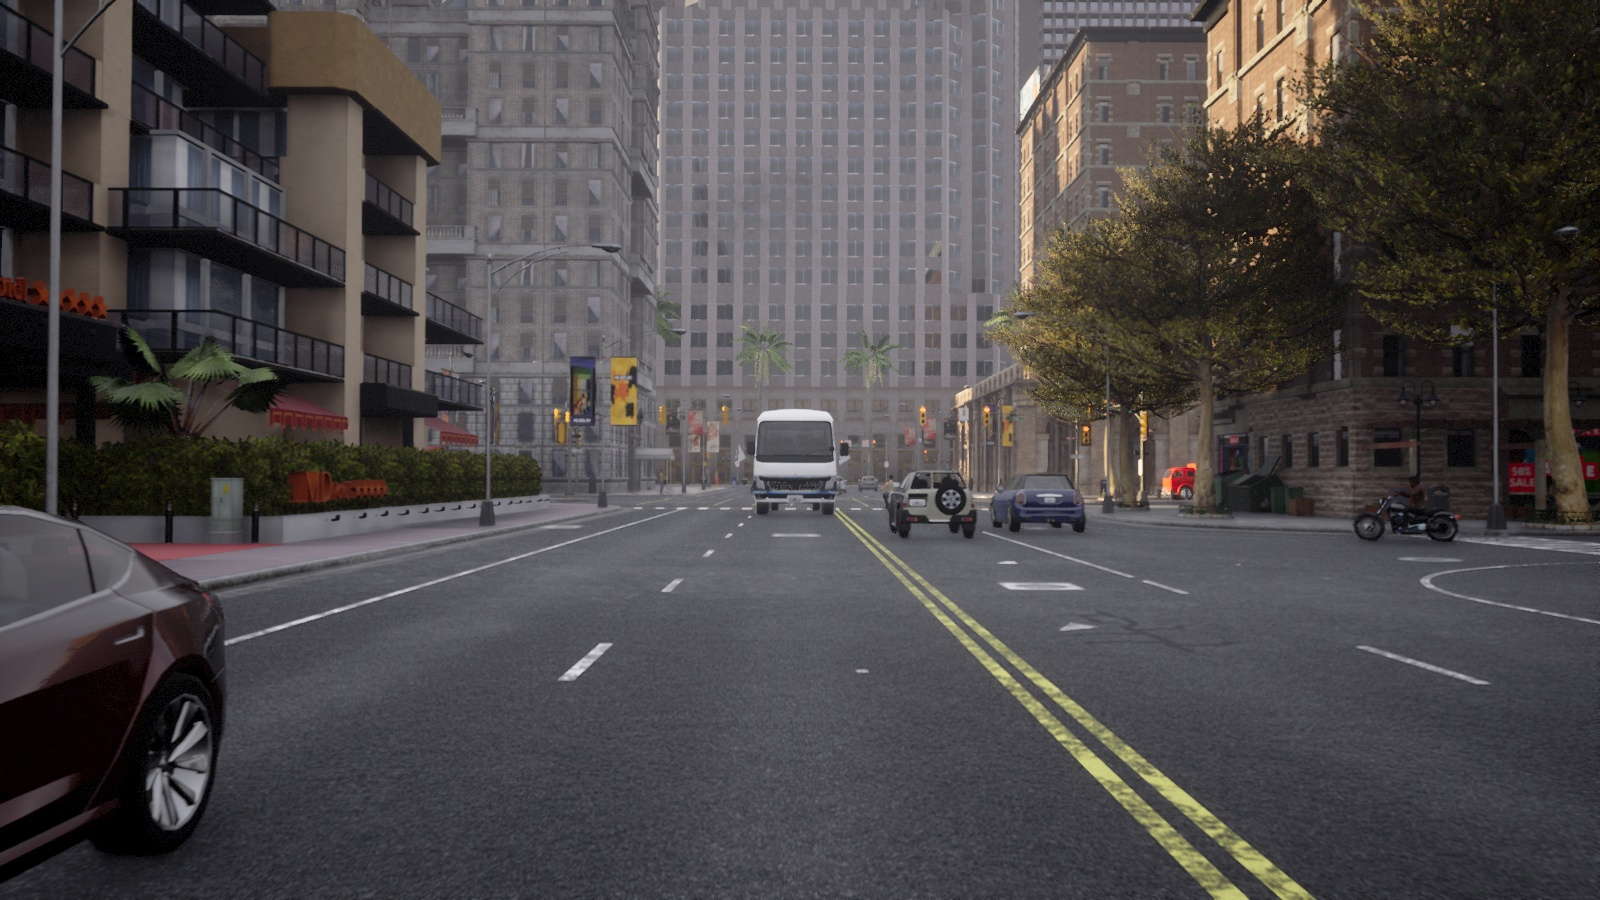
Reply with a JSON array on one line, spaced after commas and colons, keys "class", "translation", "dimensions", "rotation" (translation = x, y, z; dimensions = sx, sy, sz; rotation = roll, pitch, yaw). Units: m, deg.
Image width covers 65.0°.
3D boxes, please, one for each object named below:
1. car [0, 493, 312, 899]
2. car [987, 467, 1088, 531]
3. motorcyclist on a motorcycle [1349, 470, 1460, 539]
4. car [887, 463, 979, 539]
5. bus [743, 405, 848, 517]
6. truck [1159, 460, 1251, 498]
[{"class": "car", "translation": [-3.510, 0.913, 3.855], "dimensions": [2.163, 1.488, 4.792], "rotation": [0, -1, 0]}, {"class": "car", "translation": [6.906, 1.403, 36.971], "dimensions": [2.097, 1.767, 4.553], "rotation": [0, -1, 0]}, {"class": "motorcyclist on a motorcycle", "translation": [14.781, 1.337, 30.768], "dimensions": [2.350, 1.649, 0.766], "rotation": [-1, -2, 20]}, {"class": "car", "translation": [3.416, 1.295, 33.054], "dimensions": [1.932, 1.855, 4.605], "rotation": [0, -1, 0]}, {"class": "bus", "translation": [-0.191, 0.517, 52.750], "dimensions": [3.944, 4.253, 10.273], "rotation": [0, -1, 0]}, {"class": "truck", "translation": [26.530, 1.903, 82.461], "dimensions": [5.204, 2.467, 2.627], "rotation": [0, -1, 0]}]
